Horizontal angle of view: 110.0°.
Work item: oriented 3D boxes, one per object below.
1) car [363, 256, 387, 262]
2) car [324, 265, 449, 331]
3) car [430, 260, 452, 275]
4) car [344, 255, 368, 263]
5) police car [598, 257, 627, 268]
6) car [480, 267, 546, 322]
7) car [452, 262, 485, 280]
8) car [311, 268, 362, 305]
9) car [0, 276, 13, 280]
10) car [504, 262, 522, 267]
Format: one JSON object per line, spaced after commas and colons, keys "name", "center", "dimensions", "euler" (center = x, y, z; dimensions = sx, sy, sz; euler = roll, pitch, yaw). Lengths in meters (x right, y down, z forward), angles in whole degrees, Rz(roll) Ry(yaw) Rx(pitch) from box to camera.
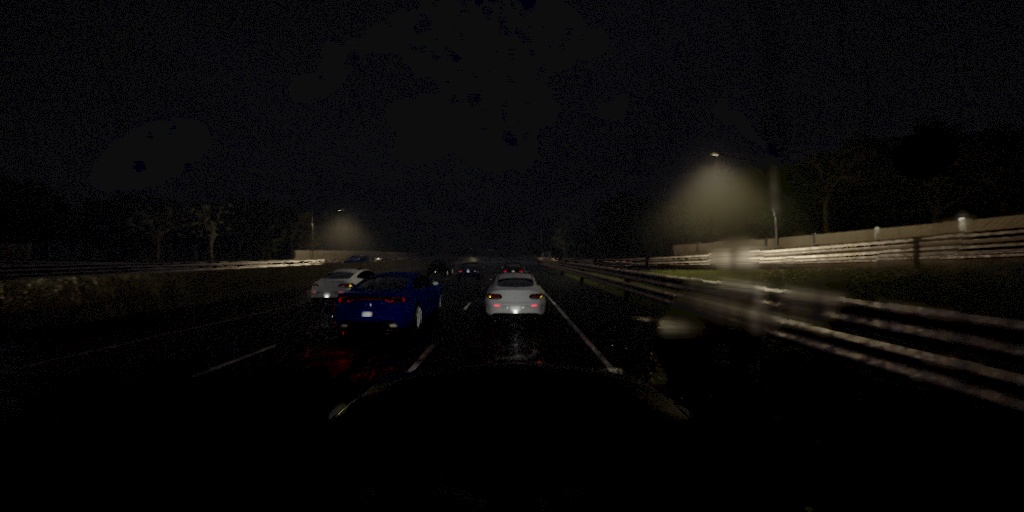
{"name": "car", "center": [-21.015, 1.099, 56.343], "dimensions": [2.128, 1.511, 4.902], "euler": [0, 0, 0]}
{"name": "car", "center": [-3.402, 1.207, 10.888], "dimensions": [1.882, 1.535, 5.008], "euler": [0, 0, 0]}
{"name": "car", "center": [-6.905, 1.169, 34.701], "dimensions": [1.837, 1.490, 4.892], "euler": [0, 0, 0]}
{"name": "car", "center": [-24.508, 0.848, 56.964], "dimensions": [2.150, 2.045, 5.566], "euler": [0, 0, 0]}
{"name": "police car", "center": [14.430, 0.992, 52.186], "dimensions": [2.038, 1.542, 4.974], "euler": [0, 0, -19]}
{"name": "car", "center": [0.098, 1.252, 12.084], "dimensions": [1.812, 1.442, 4.674], "euler": [0, 0, 0]}
{"name": "car", "center": [-3.405, 1.225, 30.320], "dimensions": [2.033, 1.411, 5.357], "euler": [0, 0, 0]}
{"name": "car", "center": [-6.889, 1.243, 15.667], "dimensions": [1.812, 1.442, 4.674], "euler": [0, 0, 0]}
{"name": "car", "center": [-17.601, 1.255, 10.890], "dimensions": [1.812, 1.442, 4.674], "euler": [0, 0, 0]}
{"name": "car", "center": [0.096, 1.225, 30.263], "dimensions": [2.033, 1.411, 5.357], "euler": [0, 0, 0]}
